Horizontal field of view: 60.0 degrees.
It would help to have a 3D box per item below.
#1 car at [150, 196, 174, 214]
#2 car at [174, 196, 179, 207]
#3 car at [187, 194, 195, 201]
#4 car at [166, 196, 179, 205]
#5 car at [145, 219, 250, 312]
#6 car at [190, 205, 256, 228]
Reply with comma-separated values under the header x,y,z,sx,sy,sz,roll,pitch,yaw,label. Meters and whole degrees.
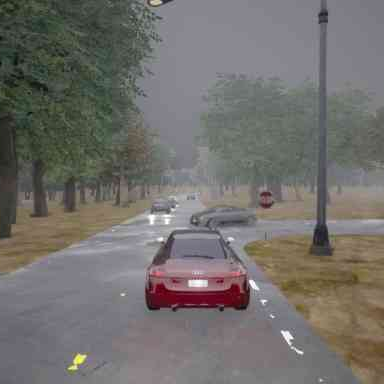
x,y,z,sx,sy,sz,roll,pitch,yaw,label
-3.175,1.432,34.656,1.837,1.490,4.892,1,0,0,car
-3.190,1.441,45.051,2.033,1.411,5.357,0,0,0,car
-0.174,1.199,75.314,1.837,1.490,4.892,0,0,0,car
-3.213,1.366,55.306,1.812,1.442,4.674,0,0,0,car
0.090,1.558,7.796,1.994,1.385,4.181,0,0,0,car
1.929,1.524,20.814,4.181,1.385,1.994,-1,0,-24,car
